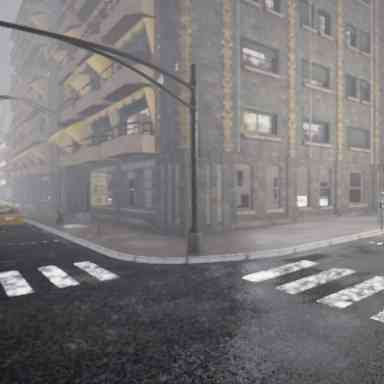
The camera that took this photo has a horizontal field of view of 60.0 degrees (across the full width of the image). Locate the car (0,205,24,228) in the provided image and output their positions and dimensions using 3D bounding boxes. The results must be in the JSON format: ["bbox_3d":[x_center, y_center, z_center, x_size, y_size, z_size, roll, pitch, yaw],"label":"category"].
[{"bbox_3d":[-11.883,1.508,21.120,1.752,1.417,4.829,-1,0,-35],"label":"car"}]
